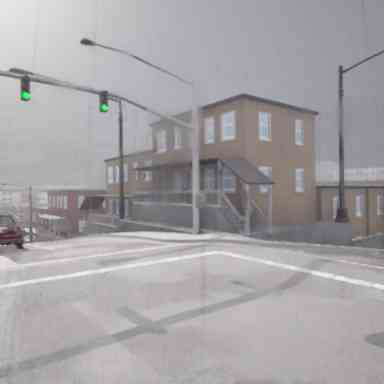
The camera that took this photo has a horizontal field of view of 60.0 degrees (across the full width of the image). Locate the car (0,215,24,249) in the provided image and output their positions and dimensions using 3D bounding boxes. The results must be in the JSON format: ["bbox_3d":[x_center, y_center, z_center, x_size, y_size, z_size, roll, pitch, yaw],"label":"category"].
[{"bbox_3d":[-10.024,1.982,16.790,2.097,1.767,4.553,-1,-4,-37],"label":"car"}]
